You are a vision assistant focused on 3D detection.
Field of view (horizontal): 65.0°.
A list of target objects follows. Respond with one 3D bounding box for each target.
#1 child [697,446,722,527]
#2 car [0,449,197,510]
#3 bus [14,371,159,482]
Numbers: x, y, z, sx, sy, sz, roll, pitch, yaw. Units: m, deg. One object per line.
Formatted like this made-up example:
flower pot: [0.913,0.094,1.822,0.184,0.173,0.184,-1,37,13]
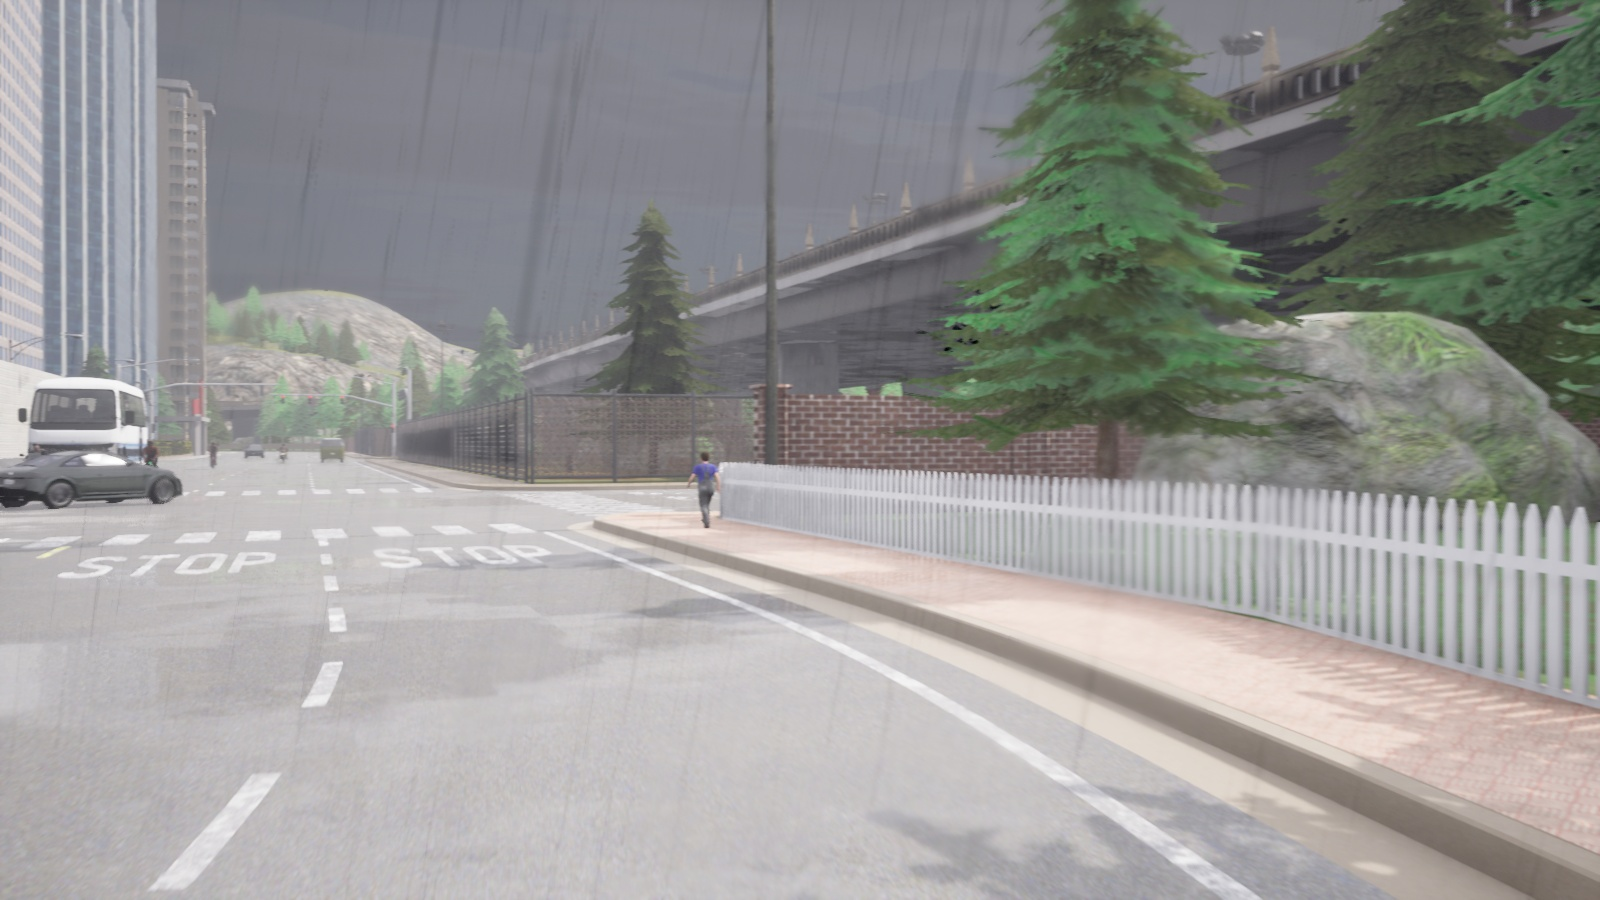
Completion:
child: [-1.428,0.569,19.846,0.270,1.263,0.437,0,0,-21]
car: [-17.532,0.679,31.289,1.994,1.385,4.181,0,0,26]
bus: [-30.150,-0.916,53.631,3.944,4.253,10.273,0,0,-21]
